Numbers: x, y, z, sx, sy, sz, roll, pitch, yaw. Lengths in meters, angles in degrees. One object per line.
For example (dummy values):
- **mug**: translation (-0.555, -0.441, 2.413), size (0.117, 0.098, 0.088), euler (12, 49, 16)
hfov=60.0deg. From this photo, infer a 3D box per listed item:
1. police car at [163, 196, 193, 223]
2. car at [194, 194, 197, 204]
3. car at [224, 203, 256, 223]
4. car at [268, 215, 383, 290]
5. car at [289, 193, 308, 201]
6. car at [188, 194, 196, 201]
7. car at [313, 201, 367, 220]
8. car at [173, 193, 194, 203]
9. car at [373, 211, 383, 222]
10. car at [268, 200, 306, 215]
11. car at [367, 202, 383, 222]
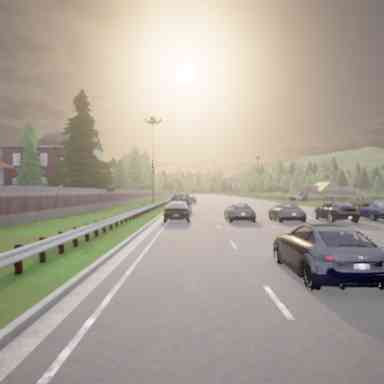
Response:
- **police car**: translation (-1.075, 1.377, 25.333), size (1.930, 1.638, 5.238), euler (0, 0, 0)
- **car**: translation (-0.057, 1.374, 60.835), size (2.128, 1.511, 4.902), euler (0, 0, 0)
- **car**: translation (3.577, 1.515, 25.277), size (1.994, 1.385, 4.181), euler (0, 0, 0)
- **car**: translation (3.592, 1.546, 9.049), size (1.994, 1.385, 4.181), euler (0, 0, 0)
- **car**: translation (22.851, 1.074, 71.355), size (3.866, 1.878, 1.905), euler (0, 0, 0)
- **car**: translation (-0.072, 1.213, 75.844), size (1.837, 1.490, 4.892), euler (0, 0, 0)
- **car**: translation (10.576, 1.457, 24.652), size (1.837, 1.490, 4.892), euler (0, 0, 0)
- **car**: translation (-1.085, 1.156, 35.252), size (2.150, 2.045, 5.566), euler (0, 0, 0)
- **car**: translation (7.091, 1.487, 8.722), size (1.837, 1.490, 4.892), euler (0, 0, 0)
- **car**: translation (7.076, 1.515, 25.067), size (1.994, 1.385, 4.181), euler (0, 0, 0)
- **car**: translation (14.075, 1.475, 25.627), size (1.812, 1.442, 4.674), euler (0, 0, 0)
